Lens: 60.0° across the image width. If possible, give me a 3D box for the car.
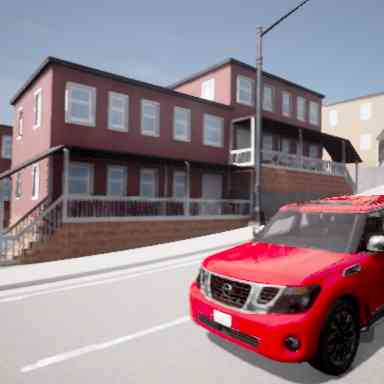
[{"bbox_3d":[2.569,1.156,5.955,5.566,2.045,2.150,-3,1,-37],"label":"car"}]
